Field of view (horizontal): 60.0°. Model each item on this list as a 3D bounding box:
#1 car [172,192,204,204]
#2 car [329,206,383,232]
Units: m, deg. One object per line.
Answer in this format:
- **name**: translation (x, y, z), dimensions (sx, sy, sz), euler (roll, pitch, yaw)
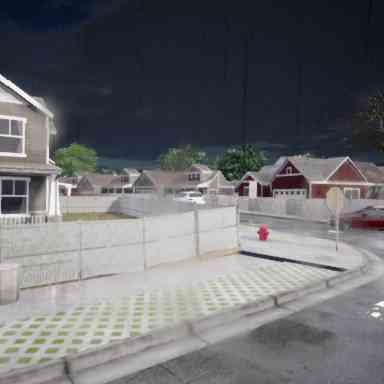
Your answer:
- **car**: translation (-0.563, 0.999, 38.536), dimensions (2.150, 2.045, 5.566), euler (1, 0, -25)
- **car**: translation (10.016, 1.484, 18.247), dimensions (4.674, 1.442, 1.812), euler (1, 2, 23)
